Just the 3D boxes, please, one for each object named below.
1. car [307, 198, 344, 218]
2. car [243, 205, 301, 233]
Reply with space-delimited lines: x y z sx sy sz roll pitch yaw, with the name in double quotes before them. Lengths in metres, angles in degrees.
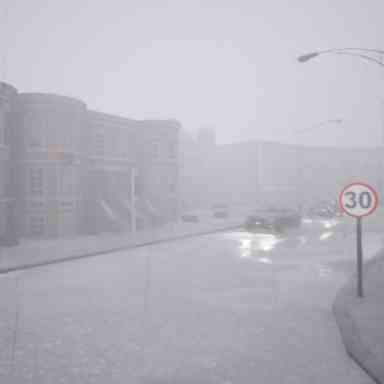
"car" 10.829 1.242 26.884 1.837 1.490 4.892 -1 0 38
"car" 4.615 1.423 18.878 1.994 1.385 4.181 -1 0 38
